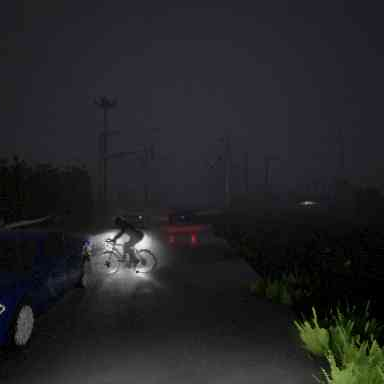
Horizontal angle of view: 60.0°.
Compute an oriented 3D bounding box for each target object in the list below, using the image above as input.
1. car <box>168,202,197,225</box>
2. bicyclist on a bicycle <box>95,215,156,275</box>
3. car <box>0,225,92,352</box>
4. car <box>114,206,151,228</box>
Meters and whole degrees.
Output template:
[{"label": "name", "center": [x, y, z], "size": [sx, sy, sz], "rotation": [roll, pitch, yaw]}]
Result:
[{"label": "car", "center": [-0.687, 1.477, 24.128], "size": [1.882, 1.535, 5.008], "rotation": [0, 0, -2]}, {"label": "bicyclist on a bicycle", "center": [-1.802, 1.455, 8.990], "size": [1.656, 1.620, 0.582], "rotation": [-2, 0, -2]}, {"label": "car", "center": [-3.368, 1.477, 6.336], "size": [1.882, 1.535, 5.008], "rotation": [0, 0, -2]}, {"label": "car", "center": [-3.878, 1.601, 22.191], "size": [1.895, 1.301, 4.718], "rotation": [0, 0, -2]}]
